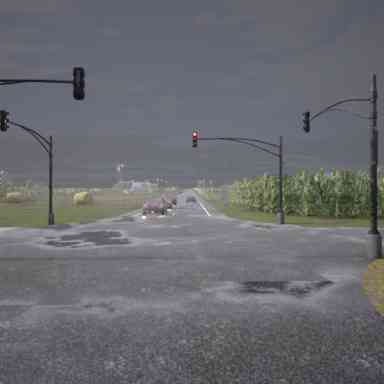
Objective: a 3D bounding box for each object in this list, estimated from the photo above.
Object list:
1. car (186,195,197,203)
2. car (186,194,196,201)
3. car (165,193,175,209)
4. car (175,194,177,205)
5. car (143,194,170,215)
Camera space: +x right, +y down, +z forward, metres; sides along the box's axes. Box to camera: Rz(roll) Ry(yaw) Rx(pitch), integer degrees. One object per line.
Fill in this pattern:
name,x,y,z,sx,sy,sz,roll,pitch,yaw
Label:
car,-0.120,1.410,66.140,1.837,1.490,4.892,0,0,0
car,-0.198,1.330,76.444,2.128,1.511,4.902,0,0,0
car,-3.712,1.310,44.006,2.097,1.767,4.553,0,0,0
car,-3.727,1.151,55.985,2.150,2.045,5.566,0,0,1
car,-3.718,1.325,33.910,2.097,1.767,4.553,0,0,0
